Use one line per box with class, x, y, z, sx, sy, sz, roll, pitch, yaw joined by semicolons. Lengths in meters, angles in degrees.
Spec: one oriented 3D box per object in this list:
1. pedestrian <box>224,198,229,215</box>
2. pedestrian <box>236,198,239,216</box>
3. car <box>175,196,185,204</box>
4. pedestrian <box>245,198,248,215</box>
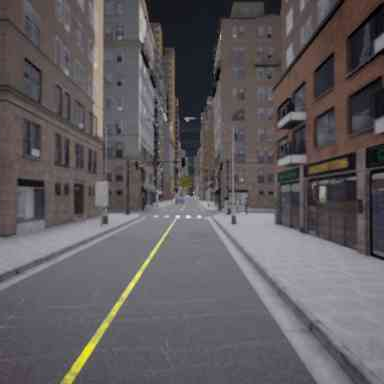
pedestrian;3.615;1.472;34.935;0.375;1.860;0.375;0;-1;0
pedestrian;4.616;1.459;33.735;0.375;1.860;0.375;0;-1;0
car;-3.047;2.054;84.475;2.150;2.045;5.566;0;-1;0
pedestrian;5.616;1.455;34.336;0.375;1.860;0.375;0;-1;0
